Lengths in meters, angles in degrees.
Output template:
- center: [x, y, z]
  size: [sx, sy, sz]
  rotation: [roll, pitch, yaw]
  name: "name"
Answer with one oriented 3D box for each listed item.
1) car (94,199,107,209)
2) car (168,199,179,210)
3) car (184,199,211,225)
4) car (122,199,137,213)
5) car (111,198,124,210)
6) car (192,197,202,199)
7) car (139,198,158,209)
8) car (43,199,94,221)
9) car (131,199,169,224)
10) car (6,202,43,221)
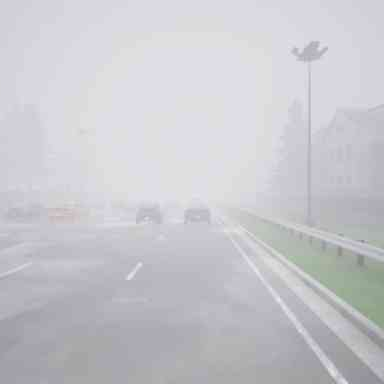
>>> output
- center: [-13.338, 1.670, 46.807]
  size: [1.994, 1.385, 4.181]
  rotation: [0, 0, 1]
  name: "car"
- center: [-2.858, 1.651, 45.673]
  size: [1.812, 1.442, 4.674]
  rotation: [0, 0, 1]
  name: "car"
- center: [0.414, 1.552, 25.103]
  size: [1.882, 1.535, 5.008]
  rotation: [0, 0, 1]
  name: "car"
- center: [-6.501, 1.664, 39.318]
  size: [1.994, 1.385, 4.181]
  rotation: [0, 0, 1]
  name: "car"
- center: [-9.849, 1.619, 46.124]
  size: [1.837, 1.490, 4.892]
  rotation: [0, 0, 1]
  name: "car"
- center: [0.690, 1.487, 46.195]
  size: [2.097, 1.767, 4.553]
  rotation: [0, 0, 1]
  name: "car"
- center: [-6.369, 1.677, 49.369]
  size: [2.033, 1.411, 5.357]
  rotation: [0, 0, 1]
  name: "car"
- center: [-10.056, 1.535, 27.478]
  size: [1.882, 1.535, 5.008]
  rotation: [0, 0, 1]
  name: "car"
- center: [-3.082, 1.573, 25.404]
  size: [1.837, 1.490, 4.892]
  rotation: [0, 0, 1]
  name: "car"
- center: [-13.553, 1.576, 27.714]
  size: [1.812, 1.442, 4.674]
  rotation: [0, 0, 1]
  name: "car"
